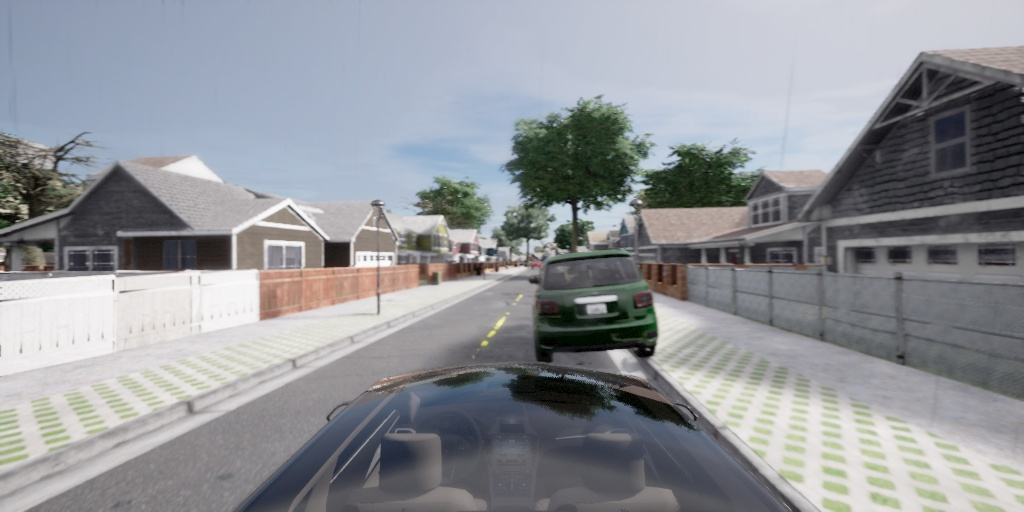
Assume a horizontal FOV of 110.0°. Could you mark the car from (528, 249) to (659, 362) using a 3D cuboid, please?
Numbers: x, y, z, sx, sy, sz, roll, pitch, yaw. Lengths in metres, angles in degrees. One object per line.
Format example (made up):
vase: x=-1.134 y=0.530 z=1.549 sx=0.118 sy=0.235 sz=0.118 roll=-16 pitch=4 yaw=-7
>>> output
car: x=1.599 y=0.955 z=8.305 sx=2.150 sy=2.045 sz=5.566 roll=-6 pitch=-1 yaw=5

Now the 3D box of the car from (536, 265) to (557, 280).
car: x=3.755 y=1.687 z=38.082 sx=2.033 sy=1.411 sz=5.357 roll=-1 pitch=-1 yaw=7
